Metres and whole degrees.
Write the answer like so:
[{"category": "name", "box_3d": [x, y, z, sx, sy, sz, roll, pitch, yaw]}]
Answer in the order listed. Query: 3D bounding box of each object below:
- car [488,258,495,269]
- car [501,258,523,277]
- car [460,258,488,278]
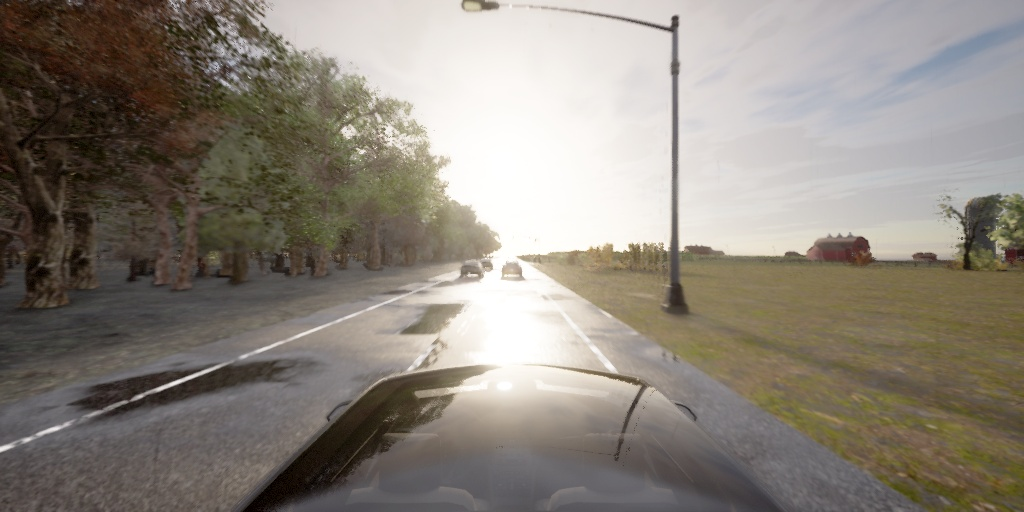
[{"category": "car", "box_3d": [-3.470, 1.063, 49.633, 1.837, 1.490, 4.892, 0, 1, 0]}, {"category": "car", "box_3d": [0.004, 1.189, 33.677, 1.994, 1.385, 4.181, 0, 0, 0]}, {"category": "car", "box_3d": [-3.508, 1.136, 32.177, 1.837, 1.490, 4.892, 0, 0, 0]}]
